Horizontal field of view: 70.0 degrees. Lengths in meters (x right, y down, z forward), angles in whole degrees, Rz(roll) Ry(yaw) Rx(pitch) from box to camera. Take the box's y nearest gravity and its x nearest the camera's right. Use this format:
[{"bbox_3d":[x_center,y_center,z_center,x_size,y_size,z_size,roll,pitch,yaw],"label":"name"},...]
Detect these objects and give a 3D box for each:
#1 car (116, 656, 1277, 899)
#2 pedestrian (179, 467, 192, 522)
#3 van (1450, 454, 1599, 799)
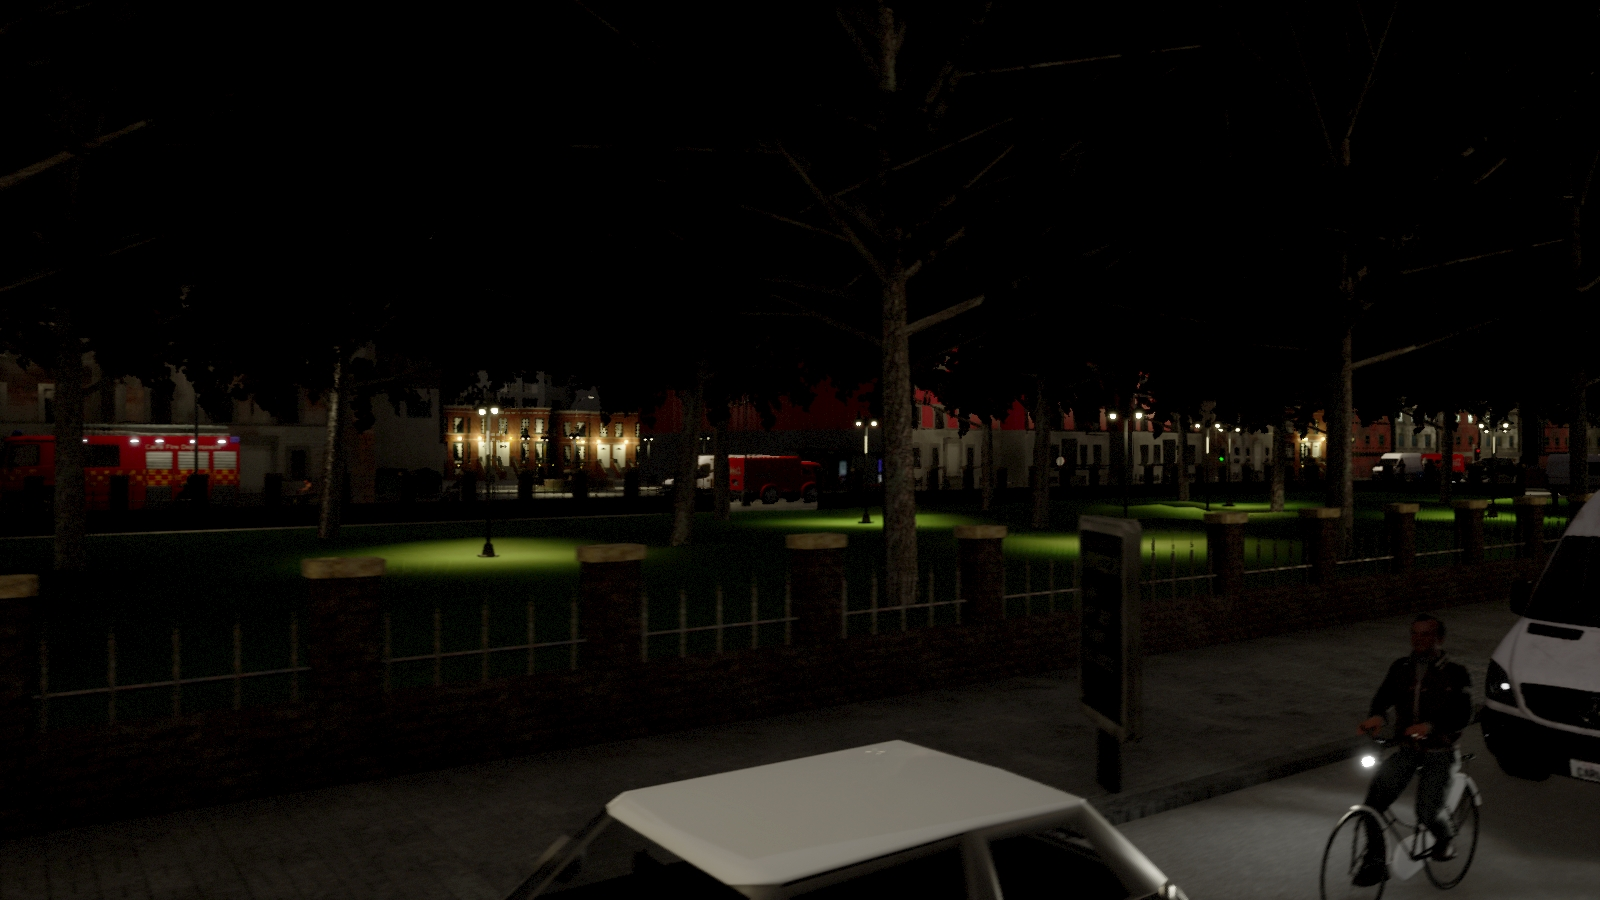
[{"bbox_3d":[-0.237,1.845,4.229,3.806,1.475,1.970,0,0,-35],"label":"car"},{"bbox_3d":[-21.120,1.526,39.267,0.375,1.860,0.375,0,0,-23],"label":"pedestrian"},{"bbox_3d":[8.316,1.316,10.244,5.915,2.561,1.988,0,0,-35],"label":"van"}]
